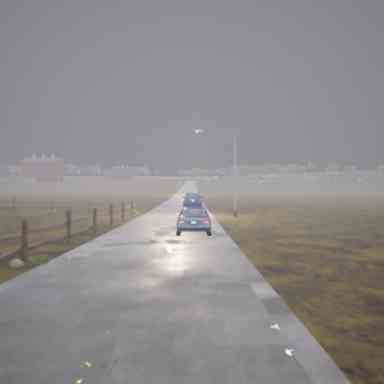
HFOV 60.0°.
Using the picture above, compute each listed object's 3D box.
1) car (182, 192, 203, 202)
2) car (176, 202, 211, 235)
[{"bbox_3d":[0.084,1.044,38.689,2.150,2.045,5.566,0,1,0],"label":"car"},{"bbox_3d":[0.096,1.534,18.732,2.033,1.411,5.357,0,0,0],"label":"car"}]
